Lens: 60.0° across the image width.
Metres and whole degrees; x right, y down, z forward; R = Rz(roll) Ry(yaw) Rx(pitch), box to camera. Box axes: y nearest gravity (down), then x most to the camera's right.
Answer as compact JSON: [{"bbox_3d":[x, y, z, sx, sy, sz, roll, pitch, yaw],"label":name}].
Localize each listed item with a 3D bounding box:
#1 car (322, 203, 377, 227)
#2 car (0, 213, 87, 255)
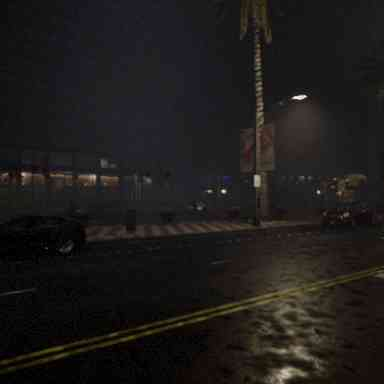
[{"bbox_3d":[11.639,1.579,24.588,4.553,1.767,2.185,1,0,-36],"label":"car"},{"bbox_3d":[-6.263,1.530,11.918,4.786,1.482,2.161,1,0,-36],"label":"car"}]
